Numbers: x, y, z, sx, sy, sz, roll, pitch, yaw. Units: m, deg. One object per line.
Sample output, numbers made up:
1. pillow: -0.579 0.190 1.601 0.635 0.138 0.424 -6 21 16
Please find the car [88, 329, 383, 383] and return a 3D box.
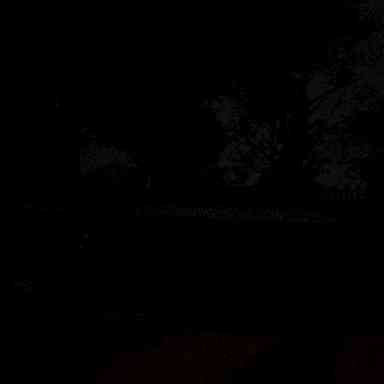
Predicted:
1. car: 1.262 1.525 1.999 4.829 1.417 1.752 0 0 35
